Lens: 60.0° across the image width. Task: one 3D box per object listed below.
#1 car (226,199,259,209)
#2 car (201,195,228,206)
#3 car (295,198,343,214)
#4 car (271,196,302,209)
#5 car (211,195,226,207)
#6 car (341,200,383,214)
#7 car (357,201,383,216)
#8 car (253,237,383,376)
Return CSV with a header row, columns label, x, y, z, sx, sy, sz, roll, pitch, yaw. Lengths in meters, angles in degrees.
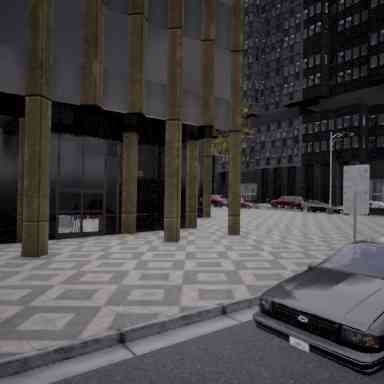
label,x,y,z,sx,sy,sz,roll,pitch,yaw
car,6.731,1.570,42.793,1.802,1.307,4.206,1,-1,-35
car,4.103,1.511,61.221,2.192,1.841,5.009,1,-1,-35
car,13.115,1.539,33.803,1.947,1.339,4.313,1,-1,-35
car,13.679,1.486,47.737,2.192,1.841,5.009,1,-1,-35
car,3.543,1.311,47.291,2.192,1.841,5.009,1,-1,-35
car,20.060,1.707,38.746,2.008,1.369,4.403,1,-1,-35
car,16.308,1.517,29.309,2.008,1.369,4.403,1,-1,-35
car,3.526,1.551,5.793,5.357,1.411,2.033,0,0,-36
